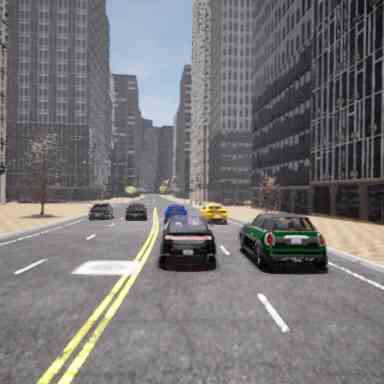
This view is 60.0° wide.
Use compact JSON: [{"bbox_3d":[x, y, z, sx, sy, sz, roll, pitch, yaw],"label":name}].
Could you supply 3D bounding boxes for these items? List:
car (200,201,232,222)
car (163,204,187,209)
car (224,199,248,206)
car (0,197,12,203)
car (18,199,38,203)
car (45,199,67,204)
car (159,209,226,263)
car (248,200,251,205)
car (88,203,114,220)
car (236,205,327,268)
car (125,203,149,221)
[{"bbox_3d":[1.806,1.826,29.226,1.882,1.535,5.008,1,-1,-6],"label":"car"},{"bbox_3d":[-1.441,1.791,29.031,1.882,1.535,5.008,1,-1,-6],"label":"car"},{"bbox_3d":[9.436,2.444,75.524,5.009,1.841,2.192,1,0,-6],"label":"car"},{"bbox_3d":[-40.612,1.694,70.562,4.313,1.339,1.947,1,0,-5],"label":"car"},{"bbox_3d":[-34.950,1.824,71.044,4.206,1.307,1.802,1,0,-5],"label":"car"},{"bbox_3d":[-29.289,1.921,71.566,4.313,1.339,1.947,1,0,-5],"label":"car"},{"bbox_3d":[-0.194,1.634,12.458,2.128,1.511,4.902,1,-1,-2],"label":"car"},{"bbox_3d":[14.050,2.710,84.400,4.829,1.417,1.752,1,0,-6],"label":"car"},{"bbox_3d":[-8.320,1.770,30.745,1.837,1.490,4.892,1,-1,-6],"label":"car"},{"bbox_3d":[3.065,1.526,12.114,2.097,1.767,4.553,1,-1,-2],"label":"car"},{"bbox_3d":[-5.018,1.772,30.485,1.882,1.535,5.008,1,-1,-6],"label":"car"}]
